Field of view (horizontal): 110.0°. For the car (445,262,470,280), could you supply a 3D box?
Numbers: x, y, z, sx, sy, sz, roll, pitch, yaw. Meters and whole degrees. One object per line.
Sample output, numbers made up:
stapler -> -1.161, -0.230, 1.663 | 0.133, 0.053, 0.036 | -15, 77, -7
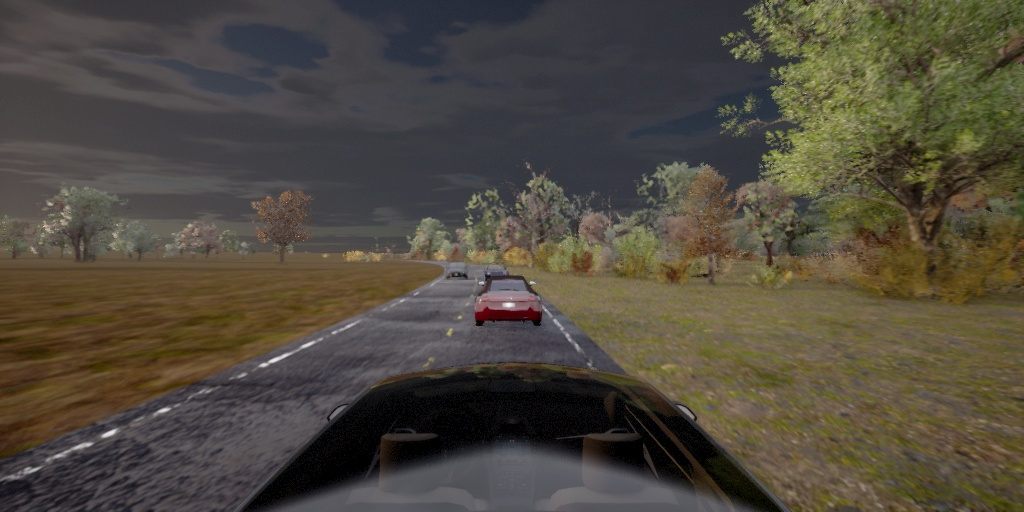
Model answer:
car -> -4.791, 1.253, 31.692 | 1.837, 1.490, 4.892 | 0, 0, -6

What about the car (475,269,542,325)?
car -> -0.158, 1.315, 11.849 | 1.994, 1.385, 4.181 | 0, 0, -2

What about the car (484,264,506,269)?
car -> -1.382, 1.349, 29.743 | 1.895, 1.301, 4.718 | 0, 0, -6
